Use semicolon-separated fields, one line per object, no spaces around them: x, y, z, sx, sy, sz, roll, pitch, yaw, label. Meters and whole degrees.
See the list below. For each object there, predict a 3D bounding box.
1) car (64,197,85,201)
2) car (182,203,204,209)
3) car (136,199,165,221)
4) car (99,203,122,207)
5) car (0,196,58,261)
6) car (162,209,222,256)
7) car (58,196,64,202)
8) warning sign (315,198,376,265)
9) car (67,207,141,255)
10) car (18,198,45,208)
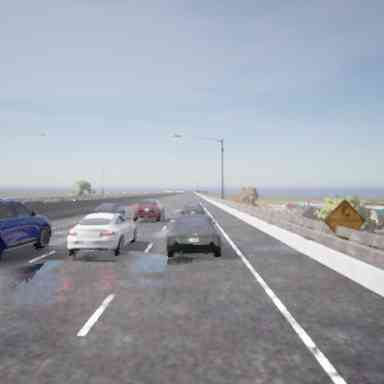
-17.553;1.658;51.246;1.895;1.301;4.718;0;0;0;car
0.078;1.601;28.159;1.994;1.385;4.181;0;0;0;car
-3.427;1.387;27.344;2.097;1.767;4.553;0;0;0;car
-6.920;1.601;28.063;1.994;1.385;4.181;0;0;0;car
-6.933;1.241;11.485;2.150;2.045;5.566;0;0;0;car
0.076;1.583;13.186;1.994;1.385;4.181;0;0;0;car
-21.048;1.410;51.560;2.097;1.767;4.553;0;0;0;car
4.560;1.131;9.984;1.300;1.860;1.060;1;0;0;warning sign
-3.424;1.546;13.242;1.812;1.442;4.674;0;0;0;car
-24.544;1.658;51.157;1.895;1.301;4.718;0;0;1;car
